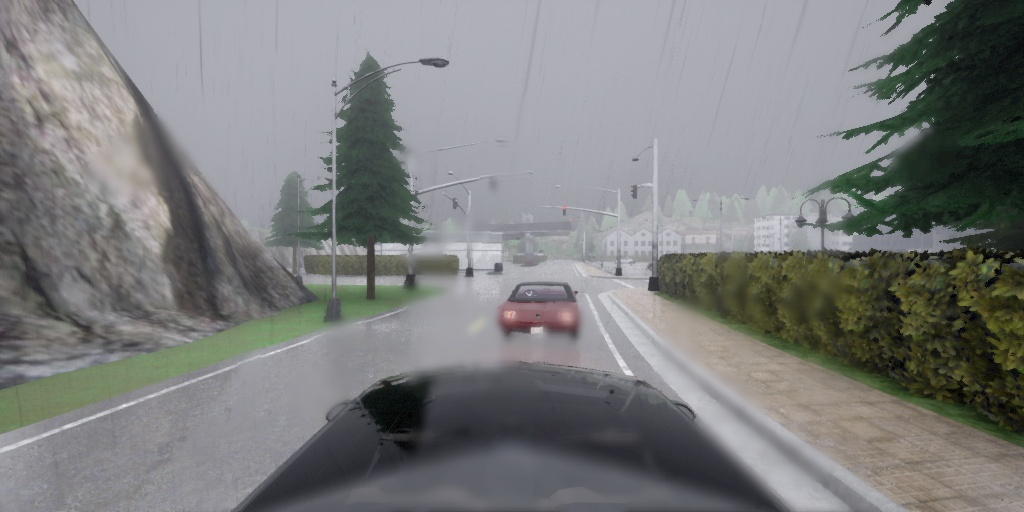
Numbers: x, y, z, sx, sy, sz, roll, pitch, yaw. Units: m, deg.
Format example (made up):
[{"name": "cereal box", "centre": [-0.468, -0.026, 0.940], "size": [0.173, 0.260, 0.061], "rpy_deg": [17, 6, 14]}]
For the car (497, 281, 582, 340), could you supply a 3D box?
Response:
[{"name": "car", "centre": [0.909, 1.351, 10.064], "size": [1.895, 1.301, 4.718], "rpy_deg": [0, 0, 8]}]
